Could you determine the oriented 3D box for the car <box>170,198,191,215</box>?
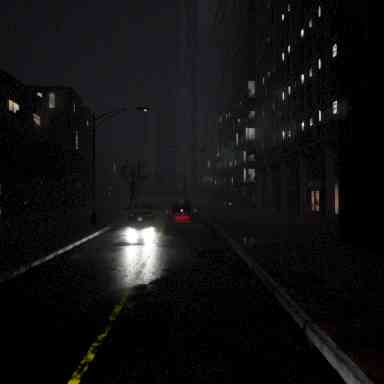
[{"bbox_3d":[-1.136,1.496,34.139,1.837,1.490,4.892,0,0,-4],"label":"car"}]

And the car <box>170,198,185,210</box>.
[{"bbox_3d":[-1.955,1.509,44.405,1.812,1.442,4.674,0,0,-5],"label":"car"}]

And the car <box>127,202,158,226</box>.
[{"bbox_3d":[-3.475,1.487,23.842,2.128,1.511,4.902,0,0,-3],"label":"car"}]
